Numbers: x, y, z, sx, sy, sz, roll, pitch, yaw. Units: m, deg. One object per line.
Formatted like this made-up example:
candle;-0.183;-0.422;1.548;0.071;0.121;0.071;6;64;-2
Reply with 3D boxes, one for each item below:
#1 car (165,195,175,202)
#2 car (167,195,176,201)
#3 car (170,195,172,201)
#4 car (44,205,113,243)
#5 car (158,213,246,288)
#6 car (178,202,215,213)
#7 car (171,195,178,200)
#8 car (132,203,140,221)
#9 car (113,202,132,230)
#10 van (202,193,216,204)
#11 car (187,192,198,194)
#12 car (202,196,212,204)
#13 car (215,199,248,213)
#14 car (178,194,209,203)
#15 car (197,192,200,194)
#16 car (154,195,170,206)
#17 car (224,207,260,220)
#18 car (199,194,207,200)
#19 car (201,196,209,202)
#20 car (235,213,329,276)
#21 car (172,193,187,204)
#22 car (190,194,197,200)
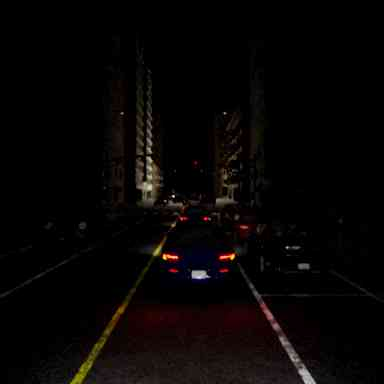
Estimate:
car;-5.005;1.461;76.353;1.752;1.417;4.829;0;0;0
car;-4.975;1.493;82.205;1.947;1.339;4.313;0;0;0
car;-5.091;1.498;59.477;1.887;1.381;4.507;0;0;0
car;-5.315;1.428;15.679;1.967;1.590;4.097;0;0;0
car;0.137;1.519;9.064;1.812;1.442;4.674;0;0;0
car;0.194;1.511;19.064;1.812;1.442;4.674;0;0;0
car;-4.917;1.476;93.568;1.947;1.339;4.313;0;0;0
car;-5.258;1.530;26.715;2.008;1.369;4.403;0;0;0
car;-5.287;1.509;21.026;1.752;1.417;4.829;0;0;0
van;2.905;1.299;53.763;1.690;1.788;3.998;0;0;0
car;0.421;1.276;83.876;2.097;1.767;4.553;0;0;0
car;2.963;1.531;65.126;1.802;1.307;4.206;0;0;0
car;2.739;1.424;21.164;1.967;1.590;4.097;0;0;0
car;0.216;1.331;28.332;2.097;1.767;4.553;0;0;3
car;3.050;1.243;82.170;2.192;1.841;5.009;0;0;0
car;-5.120;1.508;53.796;2.008;1.369;4.403;0;0;0
car;2.711;1.570;15.645;1.802;1.307;4.206;0;0;0
car;3.108;1.351;93.532;1.967;1.590;4.097;0;0;0
car;3.021;1.518;76.488;1.802;1.307;4.206;0;0;0
car;2.682;1.543;10.126;2.008;1.369;4.403;0;0;0
car;-2.493;1.429;61.674;1.882;1.535;5.008;0;0;1
car;0.472;1.376;93.908;1.812;1.442;4.674;0;0;0
